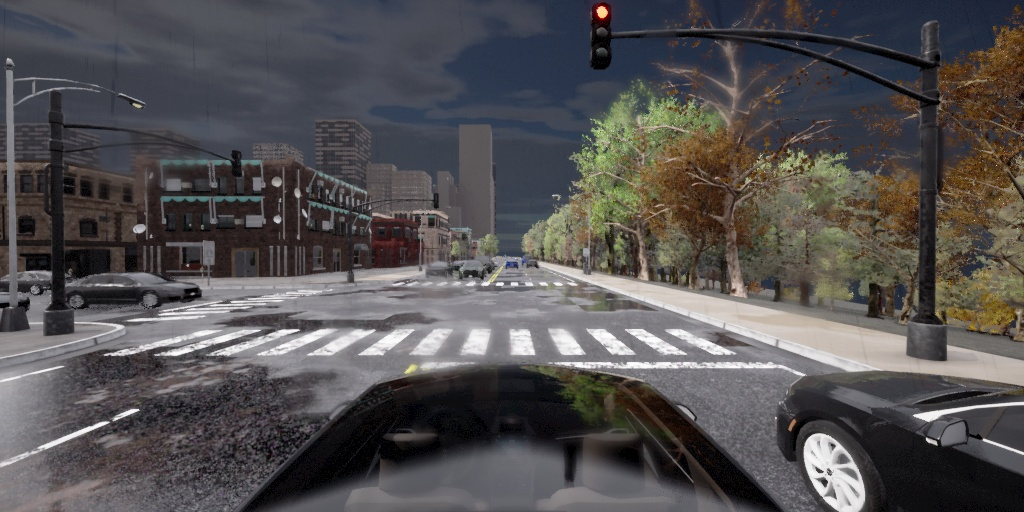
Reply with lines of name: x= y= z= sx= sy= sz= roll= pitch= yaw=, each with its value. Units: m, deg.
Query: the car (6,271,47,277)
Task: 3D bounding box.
car: x=-28.321 y=1.560 z=21.151 sx=4.403 sy=1.370 sz=2.007 roll=0 pitch=0 yaw=0

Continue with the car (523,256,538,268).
car: x=3.229 y=1.232 z=58.642 sx=1.837 sy=1.490 sz=4.892 roll=0 pitch=0 yaw=0

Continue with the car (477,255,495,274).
car: x=-3.425 y=0.958 z=41.292 sx=2.150 sy=2.045 sz=5.566 roll=0 pitch=0 yaw=0

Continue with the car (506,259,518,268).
car: x=-0.020 y=1.206 z=58.363 sx=1.882 sy=1.535 sz=5.008 roll=0 pitch=0 yaw=0

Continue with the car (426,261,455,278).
car: x=-6.656 y=1.217 z=33.540 sx=1.882 sy=1.535 sz=5.008 roll=0 pitch=0 yaw=0

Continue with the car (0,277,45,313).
car: x=-19.970 y=1.565 z=12.656 sx=4.313 sy=1.339 sz=1.948 roll=0 pitch=0 yaw=0

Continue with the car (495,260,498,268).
car: x=-3.445 y=1.296 z=51.346 sx=1.994 sy=1.385 sz=4.181 roll=0 pitch=0 yaw=0

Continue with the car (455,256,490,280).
car: x=-3.405 y=1.093 z=31.712 sx=2.097 sy=1.767 sz=4.553 roll=0 pitch=0 yaw=0

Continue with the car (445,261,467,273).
car: x=-6.672 y=1.336 z=43.502 sx=1.895 sy=1.301 sz=4.718 roll=0 pitch=0 yaw=0

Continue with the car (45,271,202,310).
car: x=-16.285 y=1.435 z=15.455 sx=4.892 sy=1.490 sz=1.837 roll=-1 pitch=1 yaw=-2

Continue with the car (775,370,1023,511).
car: x=3.365 y=1.255 z=1.275 sx=1.837 sy=1.490 sz=4.892 roll=0 pitch=0 yaw=-2
